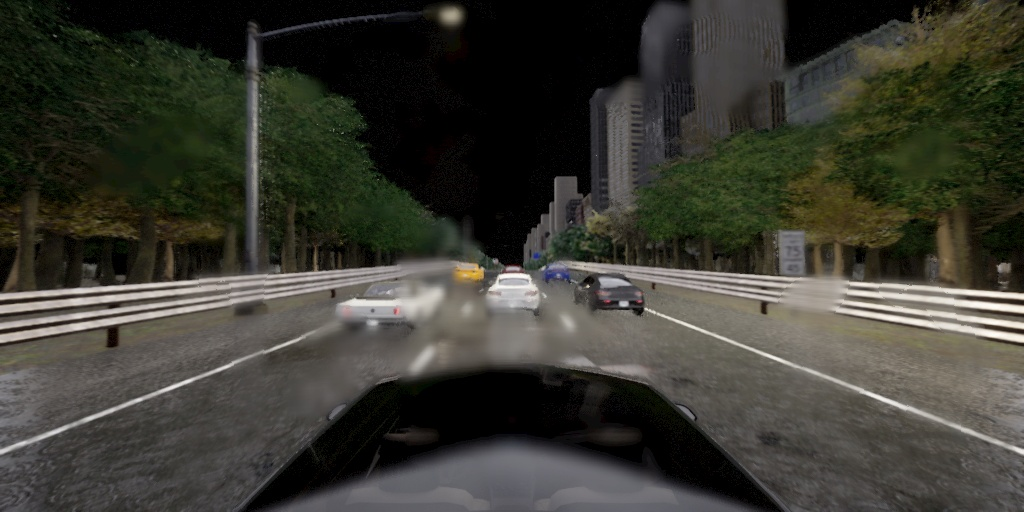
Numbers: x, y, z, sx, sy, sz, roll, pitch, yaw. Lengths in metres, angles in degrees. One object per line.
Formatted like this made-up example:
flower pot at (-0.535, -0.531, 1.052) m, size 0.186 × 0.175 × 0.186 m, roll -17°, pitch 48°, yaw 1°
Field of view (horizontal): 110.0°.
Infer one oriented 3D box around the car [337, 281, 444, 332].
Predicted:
car at (-3.438, 1.424, 11.202) m, size 1.895 × 1.301 × 4.718 m, roll 0°, pitch 0°, yaw 0°

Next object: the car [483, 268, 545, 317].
car at (0.077, 1.363, 13.653) m, size 1.812 × 1.442 × 4.674 m, roll 0°, pitch 0°, yaw 0°

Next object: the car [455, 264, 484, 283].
car at (-3.418, 1.374, 29.387) m, size 1.882 × 1.535 × 5.008 m, roll 0°, pitch 0°, yaw 0°

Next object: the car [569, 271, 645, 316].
car at (3.578, 1.363, 13.723) m, size 1.812 × 1.442 × 4.674 m, roll 0°, pitch 0°, yaw 0°

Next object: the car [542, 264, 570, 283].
car at (3.581, 1.374, 29.369) m, size 1.882 × 1.535 × 5.008 m, roll 0°, pitch 0°, yaw 0°

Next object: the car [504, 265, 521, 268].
car at (0.077, 1.420, 28.720) m, size 1.812 × 1.442 × 4.674 m, roll 0°, pitch 0°, yaw 0°
